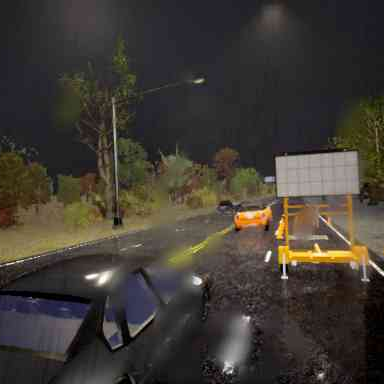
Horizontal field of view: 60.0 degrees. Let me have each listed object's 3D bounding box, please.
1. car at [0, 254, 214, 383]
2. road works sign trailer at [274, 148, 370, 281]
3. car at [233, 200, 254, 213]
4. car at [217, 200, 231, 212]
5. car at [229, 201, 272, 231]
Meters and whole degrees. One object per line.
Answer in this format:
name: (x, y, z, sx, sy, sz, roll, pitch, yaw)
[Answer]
car: (-1.105, 1.550, 4.260, 2.033, 1.411, 5.357, 0, 0, 16)
road works sign trailer: (3.822, 0.537, 10.164, 2.380, 3.560, 2.880, -3, -1, 17)
car: (6.624, 1.850, 42.148, 1.994, 1.385, 4.181, -3, -1, 17)
car: (4.805, 1.940, 47.262, 1.812, 1.442, 4.674, -3, -1, 17)
car: (4.205, 1.493, 22.487, 2.097, 1.767, 4.553, -7, 0, 17)
